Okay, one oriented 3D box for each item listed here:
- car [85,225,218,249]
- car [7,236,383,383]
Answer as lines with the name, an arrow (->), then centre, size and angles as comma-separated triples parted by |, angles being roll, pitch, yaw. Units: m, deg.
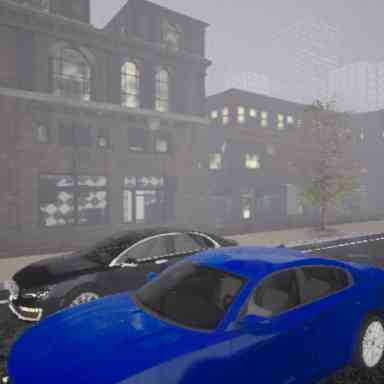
car -> -1.025, 1.506, 6.946 | 4.892, 1.490, 1.837 | 0, 0, -35
car -> 0.566, 1.479, 4.088 | 5.008, 1.535, 1.882 | 0, 0, -35
